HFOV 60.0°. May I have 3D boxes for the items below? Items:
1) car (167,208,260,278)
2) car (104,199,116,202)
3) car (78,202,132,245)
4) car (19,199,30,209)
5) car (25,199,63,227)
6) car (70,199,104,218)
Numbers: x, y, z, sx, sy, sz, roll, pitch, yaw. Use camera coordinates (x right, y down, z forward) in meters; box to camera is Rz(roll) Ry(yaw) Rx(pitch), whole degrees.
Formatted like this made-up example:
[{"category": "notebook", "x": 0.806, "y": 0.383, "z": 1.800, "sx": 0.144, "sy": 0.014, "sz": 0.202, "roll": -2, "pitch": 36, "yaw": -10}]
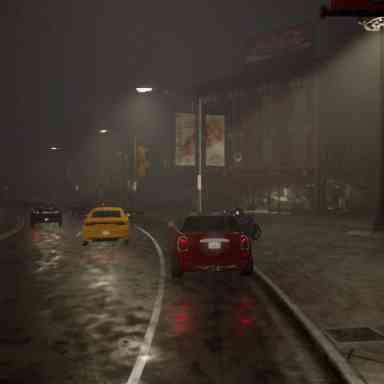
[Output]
[{"category": "car", "x": 0.332, "y": 1.343, "z": 10.349, "sx": 2.097, "sy": 1.767, "sz": 4.553, "roll": 0, "pitch": 0, "yaw": -6}, {"category": "car", "x": -8.913, "y": 1.476, "z": 34.501, "sx": 2.002, "sy": 1.452, "sz": 4.674, "roll": 0, "pitch": 0, "yaw": -35}, {"category": "car", "x": -3.941, "y": 1.458, "z": 15.516, "sx": 1.882, "sy": 1.535, "sz": 5.008, "roll": 0, "pitch": 0, "yaw": -12}, {"category": "car", "x": -20.474, "y": 1.530, "z": 42.803, "sx": 4.718, "sy": 1.301, "sz": 1.895, "roll": 0, "pitch": 0, "yaw": 42}, {"category": "car", "x": -9.815, "y": 1.457, "z": 22.444, "sx": 2.128, "sy": 1.511, "sz": 4.902, "roll": 0, "pitch": 0, "yaw": -24}, {"category": "car", "x": -9.610, "y": 1.466, "z": 29.627, "sx": 1.837, "sy": 1.490, "sz": 4.892, "roll": 0, "pitch": 0, "yaw": -30}]
